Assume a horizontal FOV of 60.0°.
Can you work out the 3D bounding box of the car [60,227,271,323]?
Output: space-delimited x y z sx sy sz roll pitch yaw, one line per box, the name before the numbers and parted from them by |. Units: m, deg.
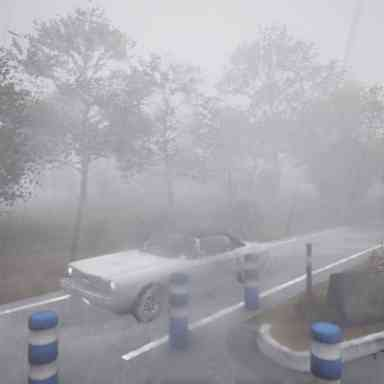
car | -0.270 1.520 7.277 1.895 1.301 4.718 0 1 44
